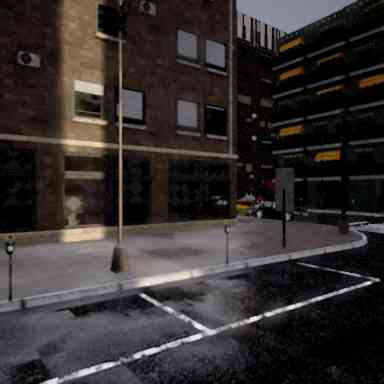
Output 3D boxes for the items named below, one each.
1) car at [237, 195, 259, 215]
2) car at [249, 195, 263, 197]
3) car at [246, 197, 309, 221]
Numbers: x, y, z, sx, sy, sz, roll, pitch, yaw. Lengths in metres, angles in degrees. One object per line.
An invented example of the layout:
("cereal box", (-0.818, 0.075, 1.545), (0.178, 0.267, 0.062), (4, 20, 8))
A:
("car", (3.251, 1.242, 28.703), (1.752, 1.417, 4.829), (1, 0, -36))
("car", (6.661, 1.087, 38.250), (1.967, 1.590, 4.097), (1, 0, -36))
("car", (6.431, 1.342, 24.342), (2.008, 1.369, 4.403), (1, 0, -36))
